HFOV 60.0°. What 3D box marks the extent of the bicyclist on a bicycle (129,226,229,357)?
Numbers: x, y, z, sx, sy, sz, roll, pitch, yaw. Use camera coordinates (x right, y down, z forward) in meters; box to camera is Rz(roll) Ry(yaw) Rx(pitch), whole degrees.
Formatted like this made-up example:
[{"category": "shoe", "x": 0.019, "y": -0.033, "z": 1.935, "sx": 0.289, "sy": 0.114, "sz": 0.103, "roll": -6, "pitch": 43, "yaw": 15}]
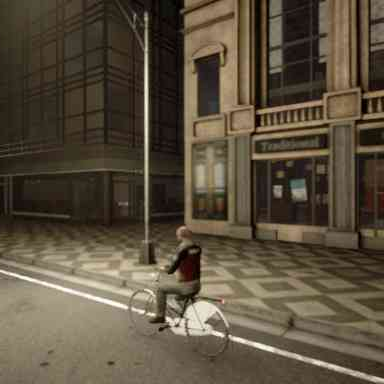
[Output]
[{"category": "bicyclist on a bicycle", "x": -0.280, "y": 1.370, "z": 4.865, "sx": 1.843, "sy": 1.776, "sz": 0.659, "roll": 0, "pitch": 0, "yaw": 36}]
